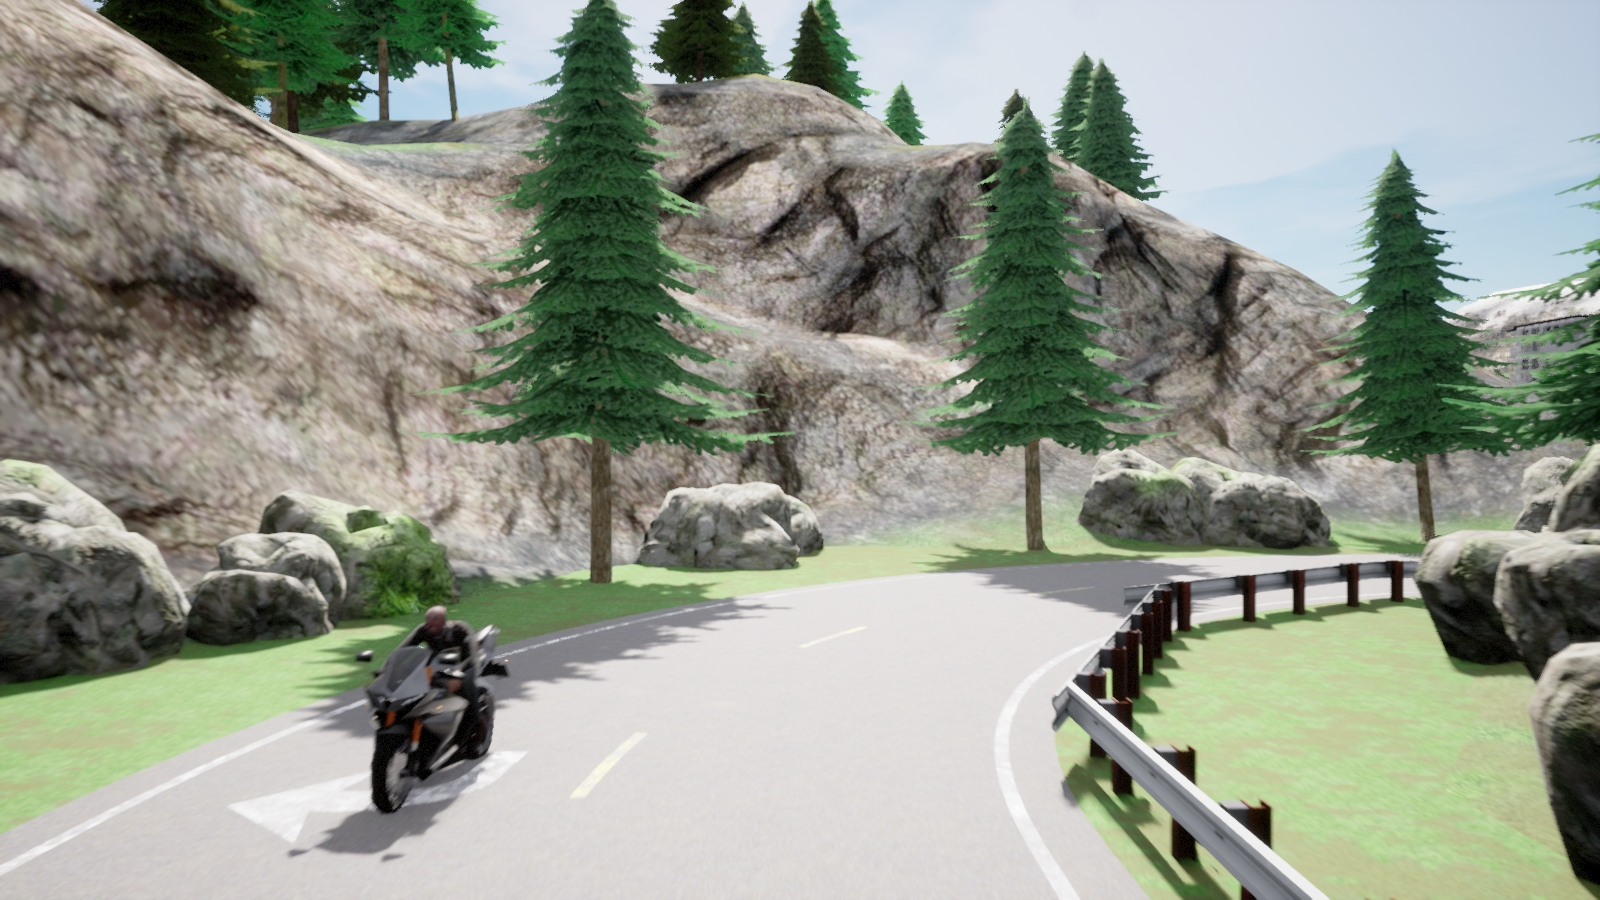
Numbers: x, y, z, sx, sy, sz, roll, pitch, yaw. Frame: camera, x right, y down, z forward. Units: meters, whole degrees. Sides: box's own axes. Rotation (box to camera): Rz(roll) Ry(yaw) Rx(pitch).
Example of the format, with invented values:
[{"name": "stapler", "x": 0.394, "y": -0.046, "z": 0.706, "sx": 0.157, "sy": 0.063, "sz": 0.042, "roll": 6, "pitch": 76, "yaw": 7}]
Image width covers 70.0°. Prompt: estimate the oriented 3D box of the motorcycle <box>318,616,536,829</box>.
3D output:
[{"name": "motorcycle", "x": -3.063, "y": 2.200, "z": 9.677, "sx": 0.867, "sy": 1.251, "sz": 2.209, "roll": 0, "pitch": 0, "yaw": 8}]
